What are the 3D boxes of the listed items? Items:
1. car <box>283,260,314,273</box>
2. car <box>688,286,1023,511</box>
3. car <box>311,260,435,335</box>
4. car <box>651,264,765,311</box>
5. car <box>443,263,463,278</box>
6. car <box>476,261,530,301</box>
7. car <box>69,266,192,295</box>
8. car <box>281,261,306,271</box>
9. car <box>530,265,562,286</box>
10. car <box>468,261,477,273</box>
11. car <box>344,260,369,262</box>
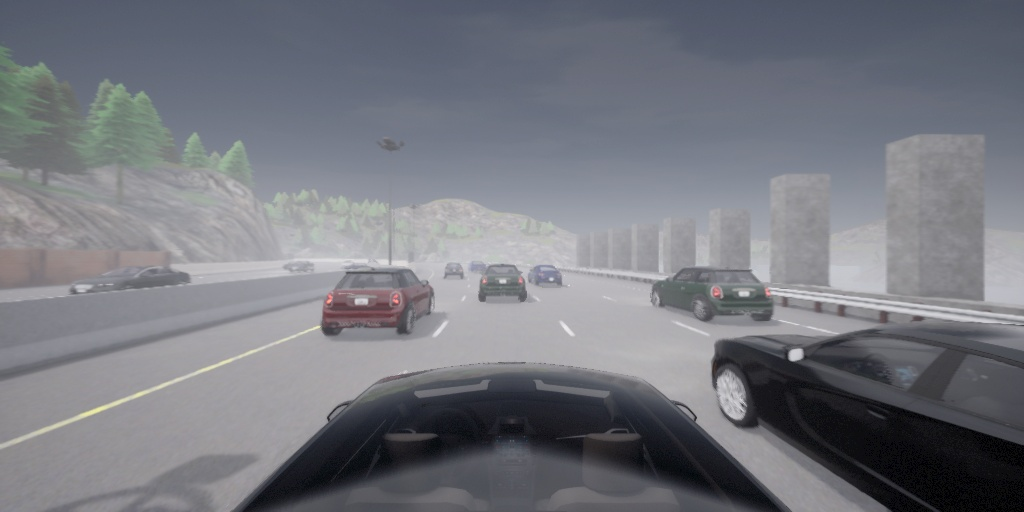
[{"bbox_3d":[-25.918,1.288,44.330,2.128,1.511,4.902,0,0,-13],"label":"car"},{"bbox_3d":[3.566,1.240,2.682,1.882,1.535,5.008,0,0,-1],"label":"car"},{"bbox_3d":[-3.670,1.116,10.676,2.097,1.767,4.553,0,0,-2],"label":"car"},{"bbox_3d":[6.757,1.151,12.715,2.097,1.767,4.553,0,0,-3],"label":"car"},{"bbox_3d":[-5.793,1.376,35.417,2.033,1.411,5.357,0,0,-11],"label":"car"},{"bbox_3d":[-0.553,1.145,17.861,2.097,1.767,4.553,0,0,-4],"label":"car"},{"bbox_3d":[-18.283,1.236,17.523,2.128,1.511,4.902,0,0,-5],"label":"car"},{"bbox_3d":[-31.597,1.403,52.038,1.895,1.301,4.718,0,0,-16],"label":"car"},{"bbox_3d":[2.315,1.349,25.851,1.812,1.442,4.674,0,0,-7],"label":"car"},{"bbox_3d":[-4.595,1.340,46.361,1.882,1.535,5.008,1,0,-13],"label":"car"},{"bbox_3d":[-18.464,1.415,43.043,1.895,1.301,4.718,0,0,-12],"label":"car"}]
